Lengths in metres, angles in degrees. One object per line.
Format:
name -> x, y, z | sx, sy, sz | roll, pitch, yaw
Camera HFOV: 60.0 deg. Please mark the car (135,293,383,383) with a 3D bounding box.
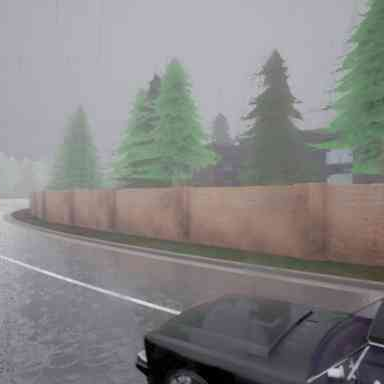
car -> 1.755, 1.618, 2.811 | 4.718, 1.301, 1.895 | 0, 0, 36
